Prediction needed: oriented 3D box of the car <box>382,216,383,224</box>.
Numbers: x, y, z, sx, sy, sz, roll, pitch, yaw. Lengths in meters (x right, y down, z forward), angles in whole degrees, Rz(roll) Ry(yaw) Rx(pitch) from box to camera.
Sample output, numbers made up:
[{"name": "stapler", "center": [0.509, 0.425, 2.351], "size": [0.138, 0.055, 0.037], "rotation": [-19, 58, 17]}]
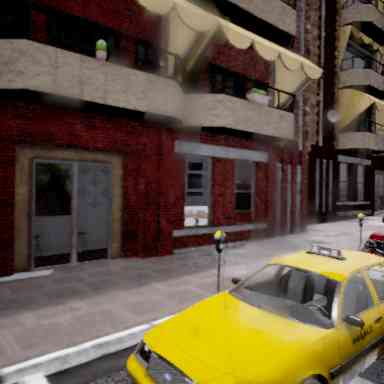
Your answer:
[{"name": "car", "center": [5.968, 1.125, 7.894], "size": [5.009, 1.841, 2.192], "rotation": [-1, 3, -39]}]

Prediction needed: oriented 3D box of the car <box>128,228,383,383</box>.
[{"name": "car", "center": [1.565, 1.423, 4.278], "size": [4.829, 1.417, 1.752], "rotation": [-1, 3, -39]}]
